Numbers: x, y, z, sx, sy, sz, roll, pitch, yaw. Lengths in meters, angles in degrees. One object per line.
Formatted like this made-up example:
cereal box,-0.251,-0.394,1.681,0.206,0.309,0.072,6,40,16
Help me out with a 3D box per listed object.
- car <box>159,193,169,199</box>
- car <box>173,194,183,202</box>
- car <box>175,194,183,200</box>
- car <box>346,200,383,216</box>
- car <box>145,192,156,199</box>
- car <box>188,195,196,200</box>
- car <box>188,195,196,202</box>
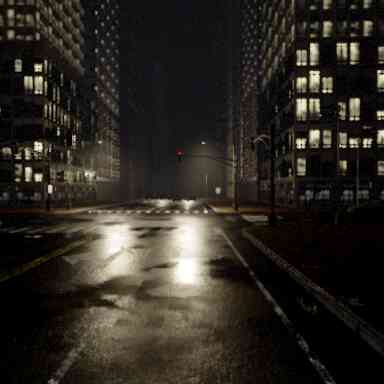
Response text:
car,-6.494,1.024,77.891,1.994,1.385,4.181,0,0,0
car,-3.244,1.387,73.307,2.033,1.411,5.357,0,0,0
car,-3.243,1.244,83.725,1.994,1.385,4.181,0,0,0
car,17.091,1.431,31.138,4.829,1.417,1.752,0,0,2
car,-9.744,0.827,77.920,2.097,1.767,4.553,0,0,0
car,0.007,1.303,84.171,1.895,1.301,4.718,0,0,0
car,0.006,1.387,73.723,2.033,1.411,5.357,0,0,0
